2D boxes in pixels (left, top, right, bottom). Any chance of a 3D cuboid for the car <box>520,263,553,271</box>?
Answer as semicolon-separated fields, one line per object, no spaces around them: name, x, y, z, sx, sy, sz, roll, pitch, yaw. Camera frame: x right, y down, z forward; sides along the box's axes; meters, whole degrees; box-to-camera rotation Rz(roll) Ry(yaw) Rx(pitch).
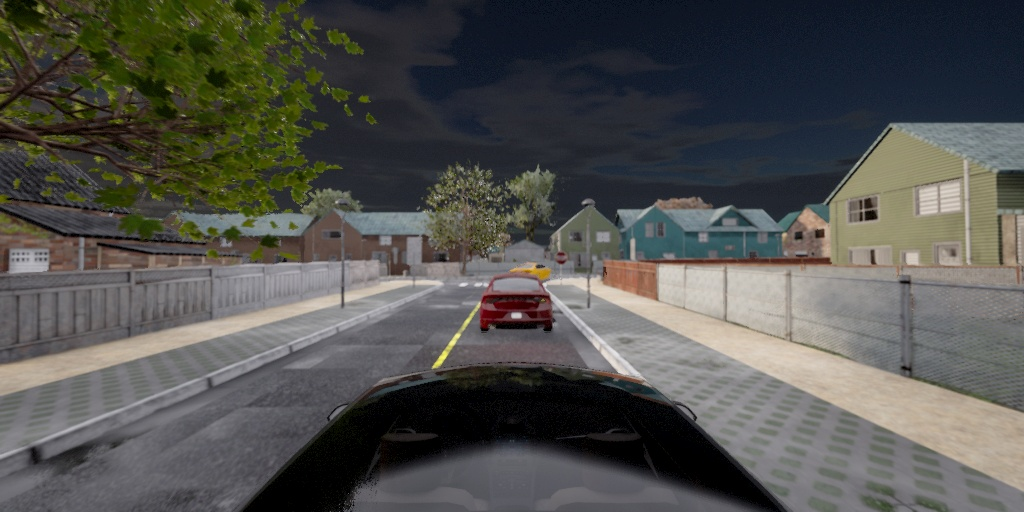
car;1.634;1.265;27.469;1.882;1.535;5.008;-3;0;25

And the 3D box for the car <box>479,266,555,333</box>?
car;0.105;1.247;10.913;1.882;1.535;5.008;0;0;0
